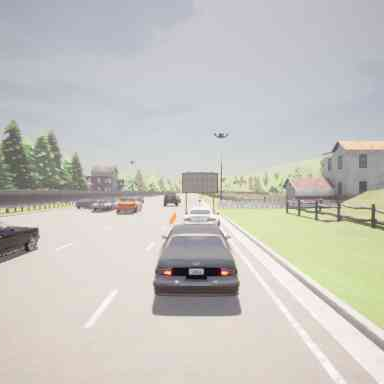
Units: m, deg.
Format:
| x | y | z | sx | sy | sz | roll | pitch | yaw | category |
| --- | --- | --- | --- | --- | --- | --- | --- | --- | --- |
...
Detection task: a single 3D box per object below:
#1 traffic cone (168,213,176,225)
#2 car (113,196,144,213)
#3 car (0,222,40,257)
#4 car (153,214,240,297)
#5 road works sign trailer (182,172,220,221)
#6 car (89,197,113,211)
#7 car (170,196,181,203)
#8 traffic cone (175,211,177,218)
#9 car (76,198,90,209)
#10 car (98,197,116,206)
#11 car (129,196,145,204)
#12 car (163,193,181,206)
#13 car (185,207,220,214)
| x | y | z | sx | sy | sz | roll | pitch | yaw | category |
| --- | --- | --- | --- | --- | --- | --- | --- | --- | --- |
| -1.459 | 1.955 | 23.127 | 0.340 | 0.580 | 0.340 | 0 | 0 | 0 | traffic cone |
| -6.853 | 1.351 | 36.855 | 2.097 | 1.767 | 4.553 | 0 | 0 | 0 | car |
| -6.887 | 1.601 | 10.945 | 1.895 | 1.301 | 4.718 | 0 | 0 | 0 | car |
| 0.108 | 1.547 | 8.770 | 2.033 | 1.411 | 5.357 | 0 | 0 | 1 | car |
| 0.514 | 0.464 | 22.045 | 2.380 | 3.560 | 2.880 | 0 | 0 | -4 | road works sign trailer |
| -10.350 | 1.600 | 39.857 | 1.895 | 1.301 | 4.718 | 0 | 0 | 0 | car |
| -3.315 | 1.564 | 68.522 | 1.994 | 1.385 | 4.181 | 0 | 0 | 0 | car |
| -1.456 | 1.955 | 25.127 | 0.340 | 0.580 | 0.340 | 0 | 0 | 0 | traffic cone |
| -13.825 | 1.547 | 44.175 | 2.033 | 1.411 | 5.357 | 0 | 0 | -1 | car |
| -13.832 | 1.564 | 54.390 | 1.994 | 1.385 | 4.181 | 0 | 0 | 0 | car |
| -10.332 | 1.546 | 62.680 | 2.033 | 1.411 | 5.357 | 0 | 0 | 1 | car |
| -3.334 | 1.221 | 53.307 | 2.150 | 2.045 | 5.566 | 0 | 0 | 0 | car |
| 0.555 | 1.538 | 18.432 | 1.812 | 1.442 | 4.674 | 0 | -1 | 5 | car |
